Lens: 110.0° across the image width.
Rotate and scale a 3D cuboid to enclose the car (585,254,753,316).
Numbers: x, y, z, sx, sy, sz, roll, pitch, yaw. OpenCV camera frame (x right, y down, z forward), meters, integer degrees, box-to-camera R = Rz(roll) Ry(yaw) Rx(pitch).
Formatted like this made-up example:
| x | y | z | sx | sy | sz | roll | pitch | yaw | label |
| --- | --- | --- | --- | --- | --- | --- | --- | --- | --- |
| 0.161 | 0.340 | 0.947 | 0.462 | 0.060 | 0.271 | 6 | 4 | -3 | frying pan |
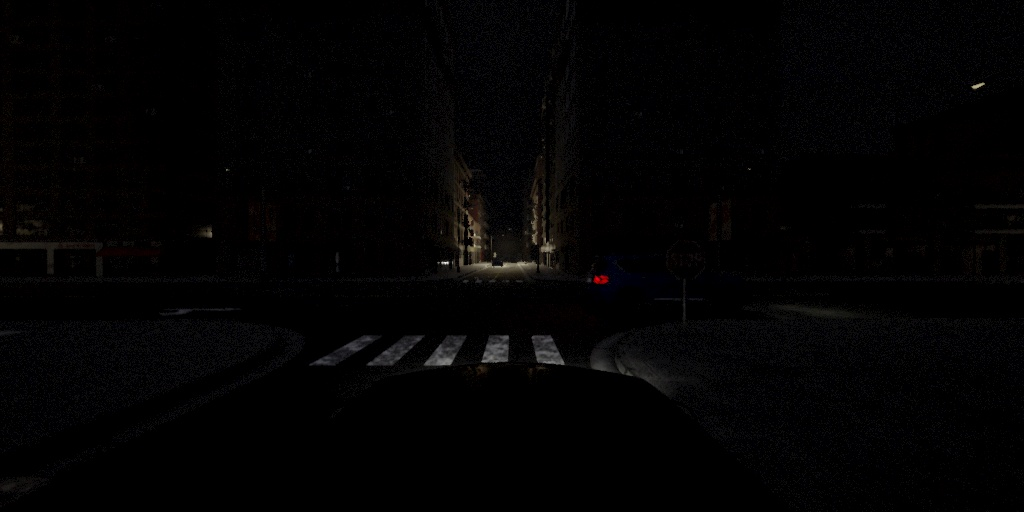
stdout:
| x | y | z | sx | sy | sz | roll | pitch | yaw | label |
| --- | --- | --- | --- | --- | --- | --- | --- | --- | --- |
| 5.468 | 0.960 | 12.938 | 5.566 | 2.045 | 2.150 | 0 | 0 | 0 | car |
